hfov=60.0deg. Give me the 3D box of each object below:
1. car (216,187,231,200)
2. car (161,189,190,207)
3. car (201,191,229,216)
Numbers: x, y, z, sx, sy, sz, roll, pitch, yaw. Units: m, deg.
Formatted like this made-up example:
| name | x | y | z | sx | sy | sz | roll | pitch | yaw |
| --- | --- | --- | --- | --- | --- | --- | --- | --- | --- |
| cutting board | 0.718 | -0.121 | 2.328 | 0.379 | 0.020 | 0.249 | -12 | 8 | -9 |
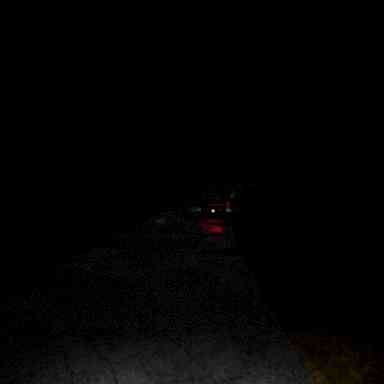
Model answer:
| name | x | y | z | sx | sy | sz | roll | pitch | yaw |
| --- | --- | --- | --- | --- | --- | --- | --- | --- | --- |
| car | 4.013 | 0.099 | 42.692 | 2.128 | 1.511 | 4.902 | 1 | 4 | 9 |
| car | -1.178 | 0.586 | 25.990 | 1.837 | 1.490 | 4.892 | 0 | 2 | 6 |
| car | 1.737 | 0.988 | 25.842 | 1.837 | 1.490 | 4.892 | 0 | 2 | 6 |
